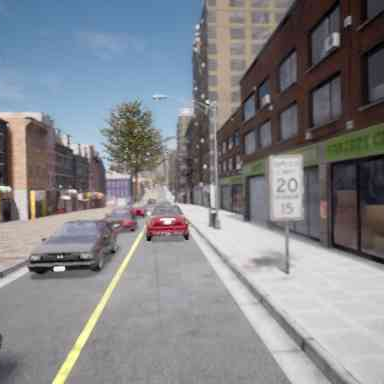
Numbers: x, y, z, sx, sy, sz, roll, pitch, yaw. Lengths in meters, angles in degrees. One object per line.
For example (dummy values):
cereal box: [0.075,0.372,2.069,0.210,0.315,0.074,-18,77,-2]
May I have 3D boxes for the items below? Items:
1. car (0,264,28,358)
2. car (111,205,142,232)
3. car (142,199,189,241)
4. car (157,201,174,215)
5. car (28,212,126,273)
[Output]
car: [-2.887,1.614,1.455,2.033,1.411,5.357,-1,0,-5]
car: [-4.599,1.774,21.543,1.994,1.385,4.181,-1,0,-5]
car: [-1.331,1.463,17.828,2.097,1.767,4.553,-1,0,-5]
car: [-3.258,1.845,40.460,1.837,1.490,4.892,-1,-1,-5]
car: [-3.743,1.673,11.496,2.033,1.411,5.357,-1,0,-5]
